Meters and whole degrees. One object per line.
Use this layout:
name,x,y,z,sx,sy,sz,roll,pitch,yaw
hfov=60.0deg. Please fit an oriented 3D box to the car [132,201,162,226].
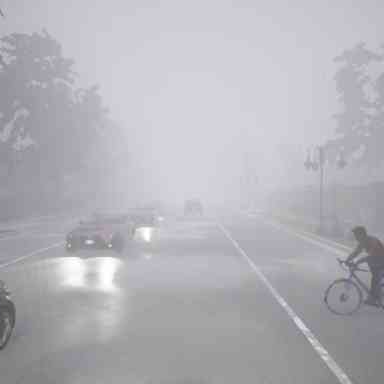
car,-3.439,1.558,23.054,1.994,1.385,4.181,0,0,0

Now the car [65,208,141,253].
car,-3.559,1.560,13.598,1.994,1.385,4.181,0,0,1

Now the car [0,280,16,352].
car,-3.597,1.563,3.232,1.994,1.385,4.181,0,0,0

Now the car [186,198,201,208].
car,0.186,1.526,47.305,1.994,1.385,4.181,0,0,1

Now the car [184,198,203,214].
car,0.172,1.495,35.552,1.837,1.490,4.892,0,1,1

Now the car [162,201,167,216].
car,-3.439,1.538,32.338,2.033,1.411,5.357,0,0,1

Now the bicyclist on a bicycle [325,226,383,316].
bicyclist on a bicycle,3.216,1.444,6.036,1.656,1.620,0.582,-2,0,0
